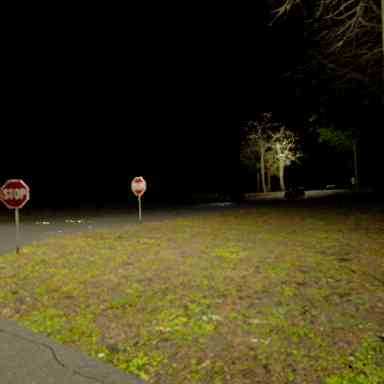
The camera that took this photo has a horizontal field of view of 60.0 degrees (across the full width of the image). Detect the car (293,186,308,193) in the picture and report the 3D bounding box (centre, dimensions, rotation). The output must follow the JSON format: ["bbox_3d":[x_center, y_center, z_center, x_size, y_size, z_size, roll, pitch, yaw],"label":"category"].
[{"bbox_3d":[24.745,-0.542,75.601,1.994,1.385,4.181,-3,1,34],"label":"car"}]

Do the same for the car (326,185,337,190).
[{"bbox_3d":[35.895,-1.144,85.691,1.895,1.301,4.718,-3,0,35],"label":"car"}]

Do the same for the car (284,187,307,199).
[{"bbox_3d":[15.199,0.196,49.171,2.033,1.411,5.357,-3,1,34],"label":"car"}]

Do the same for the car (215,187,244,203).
[{"bbox_3d":[5.451,0.402,47.273,2.150,2.045,5.566,-3,0,34],"label":"car"}]
